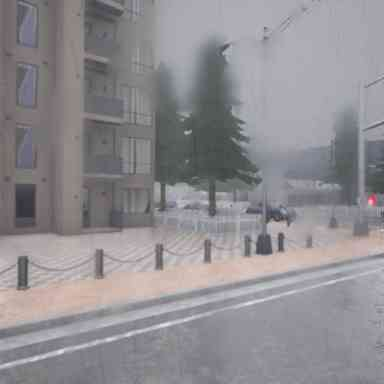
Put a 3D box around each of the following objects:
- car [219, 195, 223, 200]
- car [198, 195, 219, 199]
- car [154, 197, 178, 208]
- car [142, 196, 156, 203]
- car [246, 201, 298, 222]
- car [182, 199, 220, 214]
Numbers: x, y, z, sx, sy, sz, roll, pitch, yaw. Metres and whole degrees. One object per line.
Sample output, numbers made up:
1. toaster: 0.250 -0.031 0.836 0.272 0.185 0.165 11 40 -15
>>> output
1. car: 6.527 1.710 94.064 1.905 1.878 3.866 1 0 -37
2. car: 4.441 1.701 91.999 1.932 1.855 4.605 1 0 -37
3. car: -4.200 1.824 49.715 2.033 1.411 5.357 1 0 -37
4. car: -10.558 1.784 81.023 1.845 1.501 3.633 1 0 -37
5. car: 6.929 1.598 28.930 2.097 1.767 4.553 1 0 -37
6. car: 0.882 1.807 36.917 1.994 1.385 4.181 1 0 -37
